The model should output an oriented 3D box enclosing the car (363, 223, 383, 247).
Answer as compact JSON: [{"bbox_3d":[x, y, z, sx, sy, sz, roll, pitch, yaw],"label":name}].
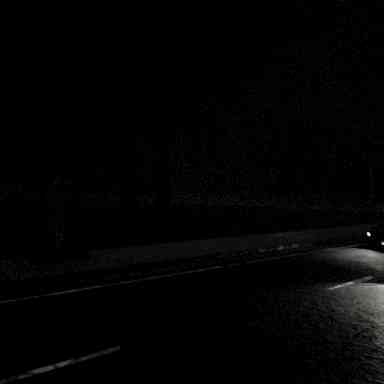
[{"bbox_3d":[9.720,1.658,14.582,5.357,1.411,2.033,1,0,-35],"label":"car"}]
